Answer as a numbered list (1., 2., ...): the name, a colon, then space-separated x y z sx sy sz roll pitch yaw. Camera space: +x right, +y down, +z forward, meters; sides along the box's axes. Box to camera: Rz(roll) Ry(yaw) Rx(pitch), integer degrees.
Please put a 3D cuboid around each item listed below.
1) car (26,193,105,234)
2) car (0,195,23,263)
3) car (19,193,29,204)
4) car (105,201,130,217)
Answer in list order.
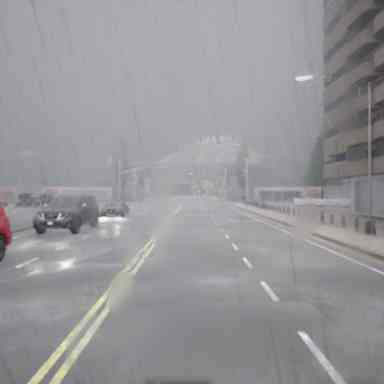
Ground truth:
1. car: -7.093 1.212 19.480 2.150 2.045 5.566 0 0 1
2. car: -7.099 1.230 8.907 2.150 2.045 5.566 0 0 0
3. car: -23.927 1.121 48.763 1.905 1.878 3.866 0 0 0
4. car: -7.080 1.535 31.065 1.994 1.385 4.181 0 0 0
